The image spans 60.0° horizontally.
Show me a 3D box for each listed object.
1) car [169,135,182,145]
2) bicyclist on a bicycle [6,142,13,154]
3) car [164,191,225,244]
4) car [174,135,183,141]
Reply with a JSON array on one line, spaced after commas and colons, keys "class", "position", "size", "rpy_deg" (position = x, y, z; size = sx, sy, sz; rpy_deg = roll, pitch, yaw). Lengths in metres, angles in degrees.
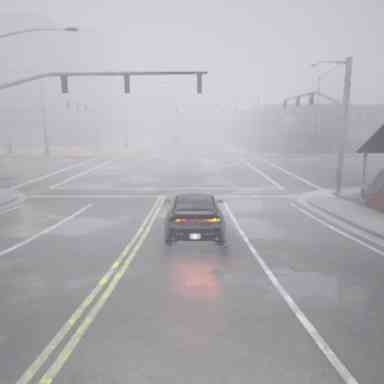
[{"class": "car", "position": [-3.493, -10.865, 69.166], "size": [2.150, 2.045, 5.566], "rpy_deg": [0, 12, 0]}, {"class": "bicyclist on a bicycle", "position": [-25.260, -6.046, 45.986], "size": [0.582, 1.620, 1.656], "rpy_deg": [0, 12, 0]}, {"class": "car", "position": [0.073, 0.712, 11.611], "size": [1.837, 1.490, 4.892], "rpy_deg": [0, 6, 0]}, {"class": "car", "position": [-3.492, -13.719, 84.675], "size": [2.033, 1.411, 5.357], "rpy_deg": [0, 12, 0]}]
